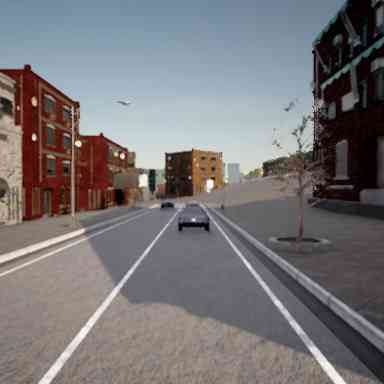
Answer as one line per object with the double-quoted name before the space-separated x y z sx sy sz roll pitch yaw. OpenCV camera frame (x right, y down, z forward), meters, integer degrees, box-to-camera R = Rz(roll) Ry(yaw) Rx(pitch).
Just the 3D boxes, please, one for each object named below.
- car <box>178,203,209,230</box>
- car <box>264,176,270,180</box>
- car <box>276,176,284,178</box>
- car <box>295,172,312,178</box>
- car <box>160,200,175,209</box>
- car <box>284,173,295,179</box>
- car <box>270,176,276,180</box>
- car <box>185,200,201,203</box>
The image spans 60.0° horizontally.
"car" 0.103 1.642 21.852 1.994 1.385 4.181 0 0 0
"car" 21.882 -3.625 90.218 2.231 1.521 4.892 0 1 -1
"car" 22.465 -3.470 79.138 2.097 1.535 5.008 0 1 -4
"car" 23.551 -3.277 67.941 2.163 1.488 4.792 0 1 -6
"car" -3.488 1.771 47.874 1.895 1.301 4.718 0 0 0
"car" 22.933 -3.515 73.632 2.185 1.767 4.553 0 1 -5
"car" 22.114 -3.510 84.675 2.002 1.452 4.674 0 1 -2
"car" 0.109 1.669 40.206 1.812 1.442 4.674 0 0 0
